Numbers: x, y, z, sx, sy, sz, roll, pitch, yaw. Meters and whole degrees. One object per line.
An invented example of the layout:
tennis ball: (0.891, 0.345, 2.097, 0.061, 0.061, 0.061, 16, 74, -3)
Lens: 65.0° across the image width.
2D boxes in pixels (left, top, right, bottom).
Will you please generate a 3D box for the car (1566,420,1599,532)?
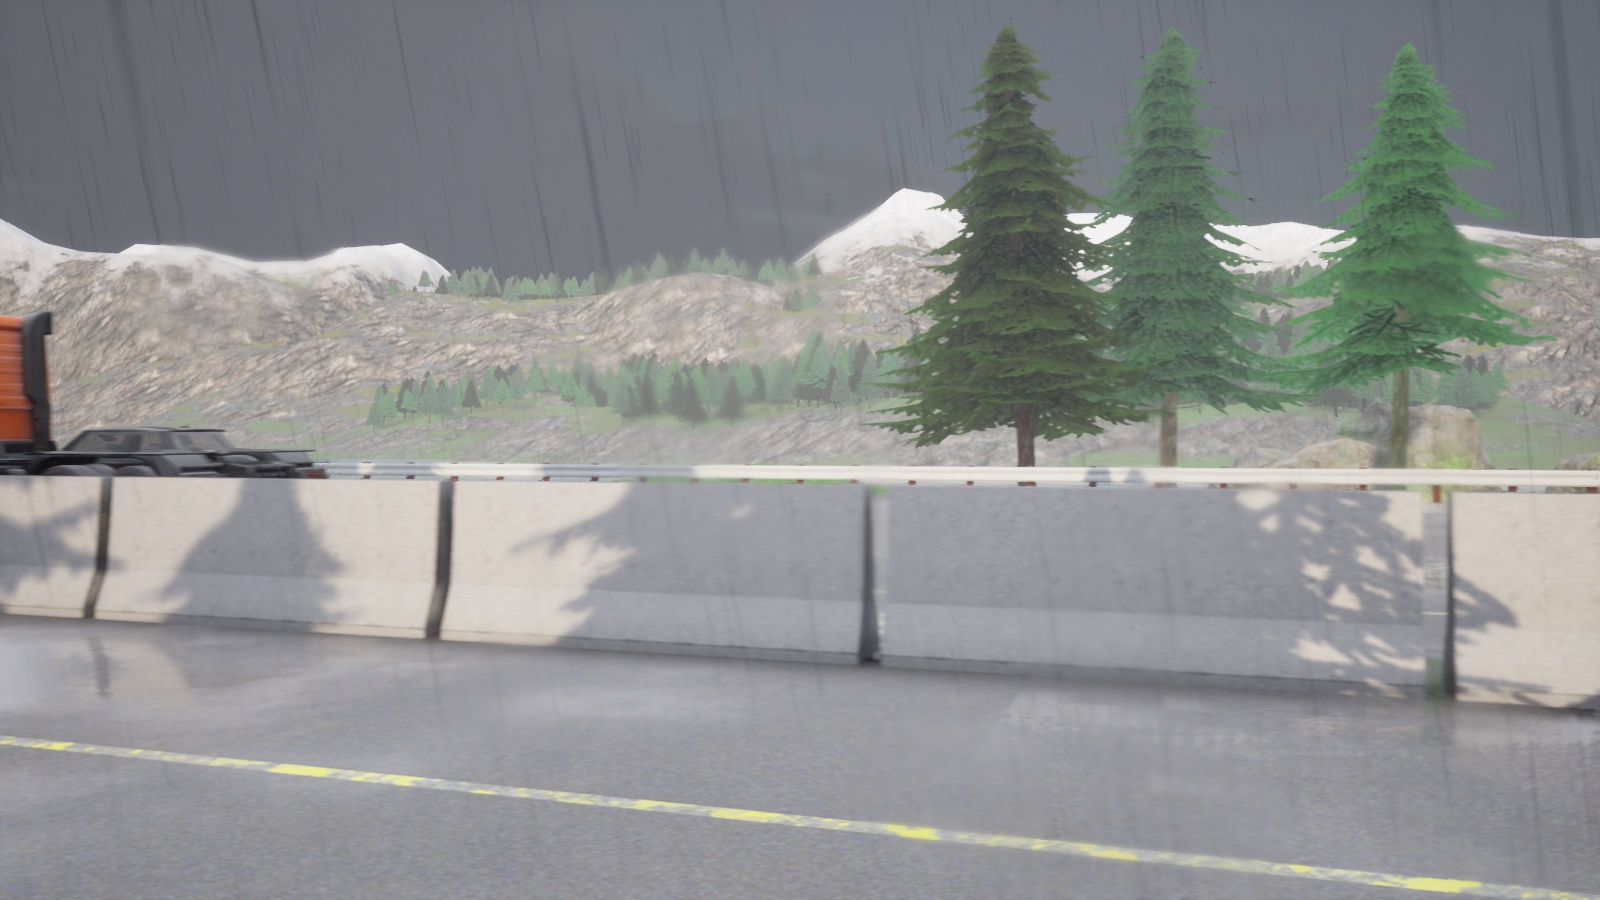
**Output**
car: (15.221, 0.418, 20.230, 4.553, 1.767, 2.097, 1, 1, 19)

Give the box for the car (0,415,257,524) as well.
car: (-12.158, 0.286, 22.078, 4.553, 1.767, 2.097, 1, 1, 19)

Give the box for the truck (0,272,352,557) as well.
truck: (-10.632, -0.481, 17.854, 7.936, 3.462, 2.891, 1, 1, 19)
